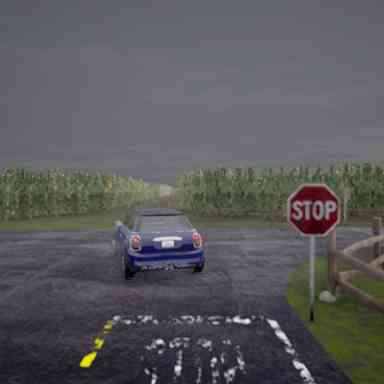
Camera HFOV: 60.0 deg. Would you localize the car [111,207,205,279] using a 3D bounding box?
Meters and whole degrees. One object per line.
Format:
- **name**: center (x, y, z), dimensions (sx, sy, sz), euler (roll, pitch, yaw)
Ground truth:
- **car**: center (-1.232, 1.290, 10.243), dimensions (2.097, 1.767, 4.553), euler (0, 0, -17)
